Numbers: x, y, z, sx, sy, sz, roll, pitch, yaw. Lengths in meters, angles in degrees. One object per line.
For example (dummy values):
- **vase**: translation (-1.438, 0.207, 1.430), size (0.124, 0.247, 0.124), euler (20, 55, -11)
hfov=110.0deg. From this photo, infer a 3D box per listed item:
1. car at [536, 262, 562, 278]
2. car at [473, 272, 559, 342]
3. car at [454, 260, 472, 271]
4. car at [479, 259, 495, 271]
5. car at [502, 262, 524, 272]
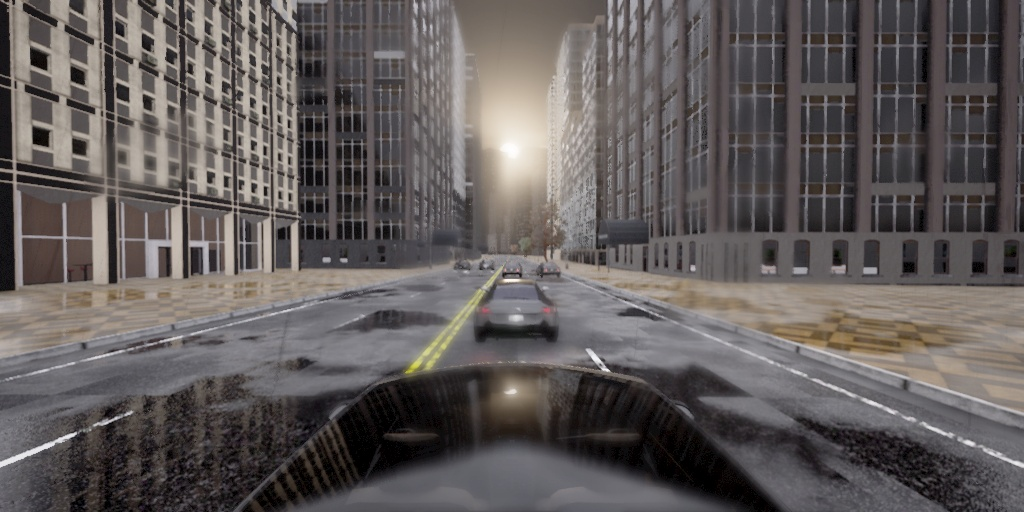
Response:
- **car**: translation (3.351, 1.243, 33.322), size (2.033, 1.411, 5.357), euler (0, 0, -2)
- **car**: translation (0.095, 1.302, 9.703), size (1.994, 1.385, 4.181), euler (0, 0, 0)
- **car**: translation (-6.537, 1.226, 47.868), size (1.994, 1.385, 4.181), euler (0, 0, 0)
- **car**: translation (-3.289, 1.155, 47.607), size (2.128, 1.511, 4.902), euler (0, 0, 0)
- **car**: translation (0.060, 1.243, 33.672), size (2.033, 1.411, 5.357), euler (0, 0, 2)
